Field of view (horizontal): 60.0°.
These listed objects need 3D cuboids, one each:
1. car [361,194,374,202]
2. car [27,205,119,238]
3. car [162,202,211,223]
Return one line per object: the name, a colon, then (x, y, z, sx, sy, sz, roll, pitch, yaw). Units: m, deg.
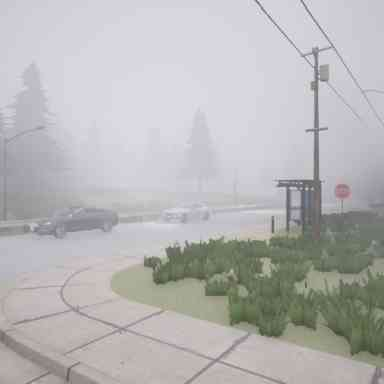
car: (40.426, 1.355, 76.462, 2.097, 1.767, 4.553, 0, 0, 36)
car: (-6.157, 1.491, 17.766, 2.128, 1.511, 4.902, 0, 0, 36)
car: (-0.311, 1.525, 25.839, 1.812, 1.442, 4.674, 0, 0, 36)
